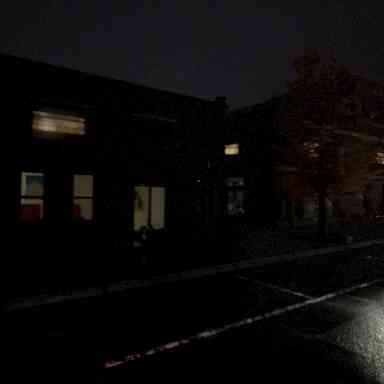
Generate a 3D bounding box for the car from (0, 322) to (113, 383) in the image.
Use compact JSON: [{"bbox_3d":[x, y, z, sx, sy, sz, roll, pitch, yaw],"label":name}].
[{"bbox_3d":[-2.629,1.524,1.494,4.674,1.442,1.812,0,0,-35],"label":"car"}]
